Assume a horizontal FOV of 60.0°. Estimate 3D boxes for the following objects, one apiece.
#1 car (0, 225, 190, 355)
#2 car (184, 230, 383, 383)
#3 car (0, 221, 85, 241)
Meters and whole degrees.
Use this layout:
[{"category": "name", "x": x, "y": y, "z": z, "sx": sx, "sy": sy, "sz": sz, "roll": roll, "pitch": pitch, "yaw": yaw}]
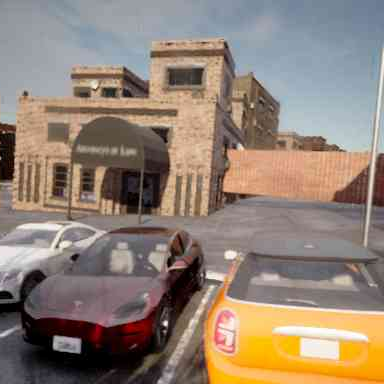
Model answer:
[{"category": "car", "x": -1.013, "y": 1.468, "z": 6.376, "sx": 2.163, "sy": 1.488, "sz": 4.792, "roll": 1, "pitch": 0, "yaw": 12}, {"category": "car", "x": 1.489, "y": 1.332, "z": 4.820, "sx": 2.185, "sy": 1.767, "sz": 4.553, "roll": 0, "pitch": 0, "yaw": 12}, {"category": "car", "x": -3.515, "y": 1.461, "z": 7.961, "sx": 2.002, "sy": 1.452, "sz": 4.674, "roll": 1, "pitch": 0, "yaw": 12}]
